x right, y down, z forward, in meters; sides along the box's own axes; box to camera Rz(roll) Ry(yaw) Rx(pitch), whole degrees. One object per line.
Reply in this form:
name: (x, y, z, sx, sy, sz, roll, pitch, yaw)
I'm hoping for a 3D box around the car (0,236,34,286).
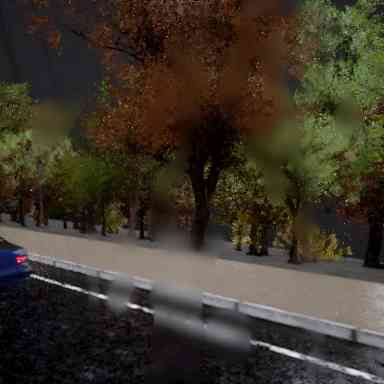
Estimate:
car: (-5.976, 1.457, 8.059, 5.357, 1.411, 2.033, 1, 0, 36)
